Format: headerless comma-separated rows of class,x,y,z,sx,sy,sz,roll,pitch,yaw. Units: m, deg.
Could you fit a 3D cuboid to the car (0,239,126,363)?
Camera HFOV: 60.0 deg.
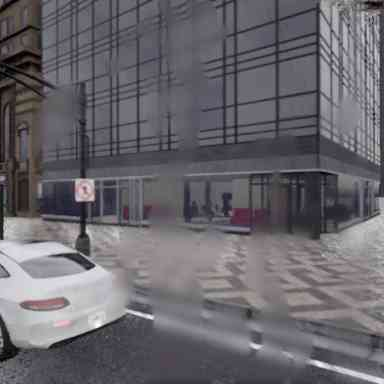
car,-3.197,1.599,5.963,4.674,1.442,1.812,-1,0,35
